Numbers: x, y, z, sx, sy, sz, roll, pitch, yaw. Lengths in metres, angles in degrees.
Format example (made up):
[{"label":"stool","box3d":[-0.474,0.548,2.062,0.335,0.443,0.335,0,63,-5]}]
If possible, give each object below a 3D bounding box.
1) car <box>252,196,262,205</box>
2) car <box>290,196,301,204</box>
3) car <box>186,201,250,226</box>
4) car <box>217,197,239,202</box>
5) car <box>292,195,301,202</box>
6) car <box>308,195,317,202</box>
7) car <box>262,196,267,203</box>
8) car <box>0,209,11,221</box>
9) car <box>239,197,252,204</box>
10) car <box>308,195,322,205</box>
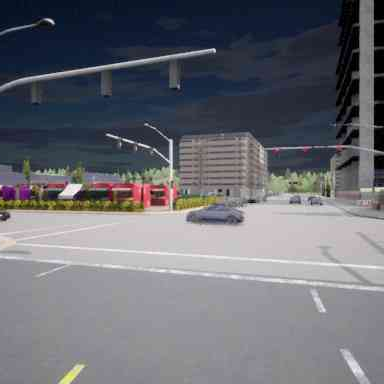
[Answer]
[{"label":"car","box3d":[10.864,1.599,59.590,1.895,1.301,4.718,0,0,19]},{"label":"car","box3d":[20.103,1.561,64.586,1.994,1.385,4.181,0,0,19]},{"label":"car","box3d":[1.711,1.606,23.809,4.181,1.385,1.994,0,0,19]},{"label":"car","box3d":[3.648,1.546,38.298,2.033,1.411,5.357,0,0,19]},{"label":"car","box3d":[24.686,1.537,78.503,2.033,1.411,5.357,0,0,19]},{"label":"car","box3d":[28.108,1.521,77.696,1.812,1.442,4.674,0,0,19]},{"label":"car","box3d":[15.084,1.517,71.925,2.128,1.511,4.902,0,0,19]},{"label":"car","box3d":[-16.445,1.619,26.162,4.181,1.385,1.994,0,0,19]},{"label":"car","box3d":[6.993,1.503,48.184,1.837,1.490,4.892,0,0,19]},{"label":"car","box3d":[21.198,1.545,56.870,2.033,1.411,5.357,0,0,19]}]
